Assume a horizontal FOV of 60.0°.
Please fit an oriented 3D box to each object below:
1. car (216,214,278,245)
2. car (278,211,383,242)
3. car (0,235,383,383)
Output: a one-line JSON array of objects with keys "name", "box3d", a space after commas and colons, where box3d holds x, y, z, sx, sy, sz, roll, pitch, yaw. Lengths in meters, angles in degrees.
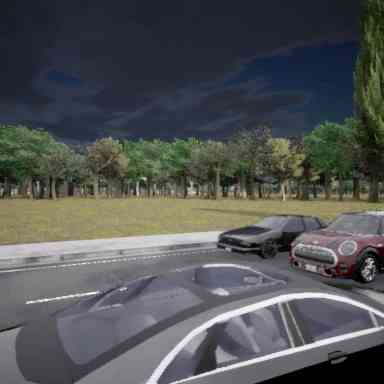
[{"name": "car", "box3d": [3.566, 1.548, 12.513, 5.357, 1.411, 2.033, 0, 0, -29]}, {"name": "car", "box3d": [5.012, 1.352, 9.599, 4.553, 1.767, 2.097, 0, 0, -29]}, {"name": "car", "box3d": [0.643, 1.492, 3.263, 4.902, 1.511, 2.128, 0, 0, -29]}]
